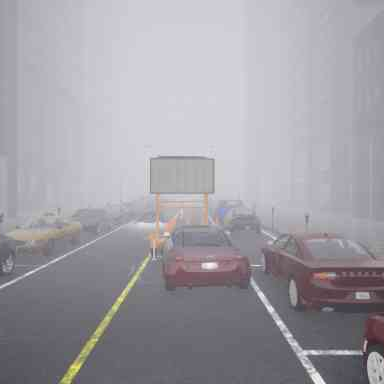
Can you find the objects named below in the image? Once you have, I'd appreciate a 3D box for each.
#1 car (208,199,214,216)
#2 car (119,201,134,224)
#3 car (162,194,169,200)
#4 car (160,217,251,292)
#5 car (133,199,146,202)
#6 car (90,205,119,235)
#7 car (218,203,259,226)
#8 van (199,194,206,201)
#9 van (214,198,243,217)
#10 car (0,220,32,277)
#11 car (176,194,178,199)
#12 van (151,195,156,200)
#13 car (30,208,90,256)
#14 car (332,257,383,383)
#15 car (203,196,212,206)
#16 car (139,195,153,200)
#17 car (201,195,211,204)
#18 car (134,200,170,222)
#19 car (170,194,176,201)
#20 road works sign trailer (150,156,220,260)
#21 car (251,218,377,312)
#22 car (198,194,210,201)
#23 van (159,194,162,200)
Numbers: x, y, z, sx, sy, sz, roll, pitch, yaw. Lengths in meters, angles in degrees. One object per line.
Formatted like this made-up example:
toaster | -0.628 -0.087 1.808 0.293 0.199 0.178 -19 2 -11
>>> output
car | 2.795 1.561 30.166 2.008 1.369 4.403 0 0 0
car | -5.736 1.589 24.523 1.802 1.307 4.206 0 0 0
car | -5.699 1.355 58.341 2.192 1.841 5.009 0 0 0
car | 0.191 1.565 9.012 1.994 1.385 4.181 0 -1 -5
car | -5.730 1.576 30.159 1.947 1.339 4.313 0 0 0
car | -5.743 1.570 18.885 1.947 1.339 4.313 0 0 0
car | 2.782 1.554 18.893 2.008 1.369 4.403 0 0 0
van | 2.864 1.437 92.164 1.690 1.788 3.998 0 0 0
van | 2.788 1.348 24.529 1.690 1.788 3.998 0 0 0
car | -5.755 1.566 7.613 1.947 1.339 4.313 0 0 0
car | -5.660 1.662 92.161 1.947 1.339 4.313 0 0 0
van | -5.718 1.362 41.432 1.690 1.788 3.998 0 0 0
car | -5.749 1.527 13.079 1.752 1.417 4.829 0 0 0
car | 2.763 1.545 1.984 1.887 1.381 4.507 0 0 0
car | 2.808 1.571 41.438 2.008 1.369 4.403 0 0 0
car | -5.724 1.455 35.796 1.967 1.590 4.097 0 0 0
car | 2.820 1.578 52.710 1.887 1.381 4.507 0 0 0
car | -3.071 1.572 26.230 1.994 1.385 4.181 0 0 0
car | -5.673 1.619 80.888 1.887 1.381 4.507 0 0 0
road works sign trailer | -0.377 0.466 12.464 2.380 3.560 2.880 0 0 -5
car | 2.770 1.545 7.621 1.887 1.381 4.507 0 0 0
car | 2.832 1.362 63.983 2.192 1.841 5.009 0 0 0
van | -5.712 1.368 47.069 1.690 1.788 3.998 0 0 0
